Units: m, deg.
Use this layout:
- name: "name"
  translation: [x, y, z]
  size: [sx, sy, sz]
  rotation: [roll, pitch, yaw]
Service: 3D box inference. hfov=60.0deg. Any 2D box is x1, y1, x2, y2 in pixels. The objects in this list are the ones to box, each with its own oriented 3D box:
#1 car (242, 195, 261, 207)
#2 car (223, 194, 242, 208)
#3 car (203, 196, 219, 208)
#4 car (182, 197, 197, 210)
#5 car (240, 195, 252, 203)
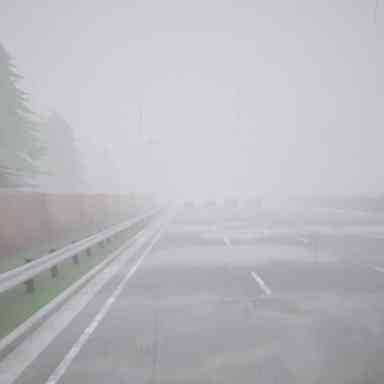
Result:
- name: "car"
  translation: [9.907, 1.603, 54.212]
  size: [2.128, 1.511, 4.902]
  rotation: [-2, 0, -1]
- name: "car"
  translation: [6.396, 1.593, 54.670]
  size: [2.097, 1.767, 4.553]
  rotation: [-2, -1, -1]
- name: "car"
  translation: [2.907, 1.873, 54.587]
  size: [1.837, 1.490, 4.892]
  rotation: [-2, 0, -1]
- name: "car"
  translation: [-0.569, 1.988, 53.195]
  size: [1.837, 1.490, 4.892]
  rotation: [-2, 0, -1]
- name: "car"
  translation: [12.963, 1.577, 79.906]
  size: [2.097, 1.767, 4.553]
  rotation: [-2, 0, -1]
